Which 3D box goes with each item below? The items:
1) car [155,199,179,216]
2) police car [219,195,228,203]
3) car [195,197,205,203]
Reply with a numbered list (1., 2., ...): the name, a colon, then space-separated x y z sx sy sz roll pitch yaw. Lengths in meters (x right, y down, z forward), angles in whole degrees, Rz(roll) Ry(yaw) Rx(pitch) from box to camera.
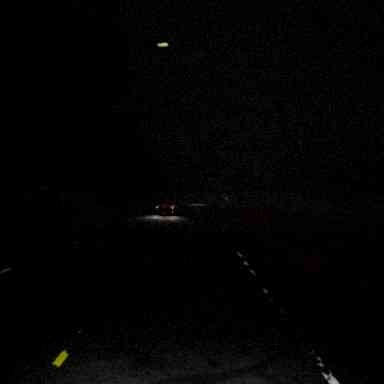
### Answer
1. car: -2.556 1.516 34.914 2.097 1.767 4.553 1 0 4
2. police car: 8.806 2.155 95.331 1.930 1.638 5.238 1 0 7
3. car: 1.824 1.921 76.744 1.895 1.301 4.718 2 0 7
